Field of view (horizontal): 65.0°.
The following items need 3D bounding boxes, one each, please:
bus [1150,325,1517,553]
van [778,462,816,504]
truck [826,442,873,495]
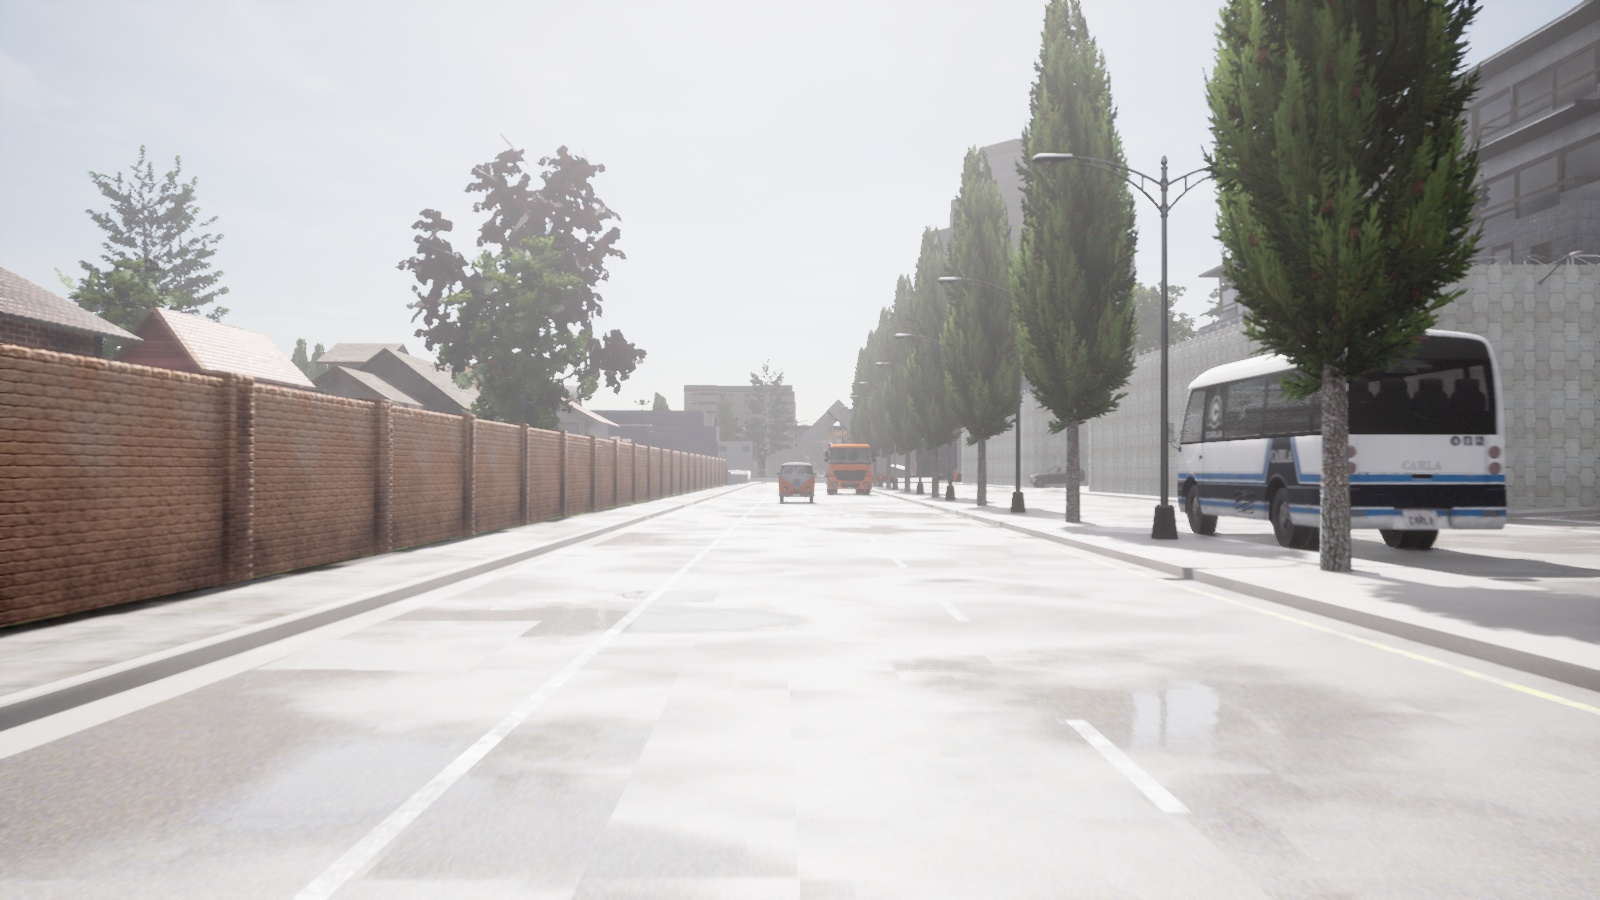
[{"bbox_3d":[11.425,-0.132,28.661,3.944,4.253,10.273,0,-1,0],"label":"bus"},{"bbox_3d":[-0.150,1.601,61.689,1.775,1.987,4.442,0,-1,0],"label":"van"},{"bbox_3d":[3.289,1.254,85.707,2.891,3.462,7.936,0,-1,0],"label":"truck"}]
